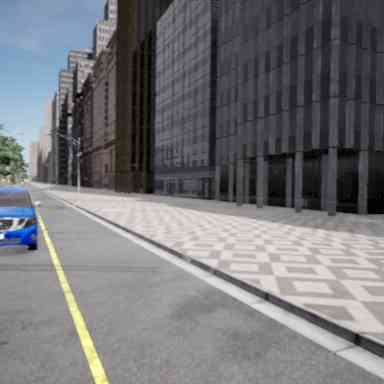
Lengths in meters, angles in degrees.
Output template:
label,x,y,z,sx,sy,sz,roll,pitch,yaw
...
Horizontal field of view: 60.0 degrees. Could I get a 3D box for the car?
label,x,y,z,sx,sy,sz,roll,pitch,yaw
car,-6.823,0.851,12.057,2.150,2.045,5.566,0,2,-27
